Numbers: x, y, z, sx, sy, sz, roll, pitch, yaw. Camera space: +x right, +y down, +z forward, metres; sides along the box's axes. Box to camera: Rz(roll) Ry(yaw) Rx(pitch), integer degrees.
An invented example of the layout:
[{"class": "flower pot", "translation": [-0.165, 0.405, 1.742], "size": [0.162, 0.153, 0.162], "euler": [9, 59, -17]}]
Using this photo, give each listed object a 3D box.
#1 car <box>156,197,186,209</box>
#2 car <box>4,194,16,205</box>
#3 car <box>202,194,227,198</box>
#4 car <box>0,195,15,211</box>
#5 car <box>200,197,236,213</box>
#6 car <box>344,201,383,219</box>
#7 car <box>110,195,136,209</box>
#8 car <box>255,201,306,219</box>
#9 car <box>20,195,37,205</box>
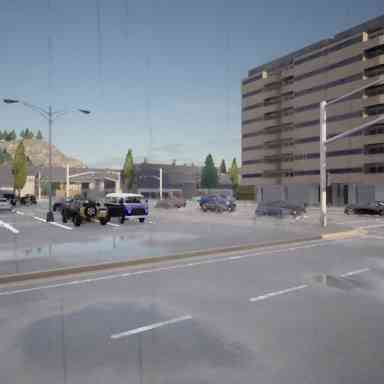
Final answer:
[{"class": "car", "translation": [-3.220, 1.619, 45.650], "size": [1.994, 1.385, 4.181], "euler": [0, 0, -36]}, {"class": "car", "translation": [-29.647, 1.212, 53.739], "size": [1.905, 1.878, 3.866], "euler": [0, 0, -35]}, {"class": "car", "translation": [3.224, 1.277, 42.621], "size": [2.150, 2.045, 5.566], "euler": [0, 0, -35]}, {"class": "car", "translation": [-21.785, 1.451, 37.908], "size": [1.970, 1.475, 3.806], "euler": [0, 0, -35]}, {"class": "car", "translation": [2.855, 1.619, 37.105], "size": [1.994, 1.385, 4.181], "euler": [0, 0, -35]}, {"class": "car", "translation": [16.468, 1.548, 30.381], "size": [2.128, 1.511, 4.902], "euler": [0, 0, -35]}, {"class": "car", "translation": [-12.088, 1.708, 58.281], "size": [1.895, 1.301, 4.718], "euler": [0, 0, -35]}, {"class": "car", "translation": [7.722, 1.619, 30.253], "size": [1.994, 1.385, 4.181], "euler": [0, 0, -35]}, {"class": "car", "translation": [-27.251, 1.209, 55.363], "size": [1.932, 1.855, 4.605], "euler": [0, 0, -35]}]
